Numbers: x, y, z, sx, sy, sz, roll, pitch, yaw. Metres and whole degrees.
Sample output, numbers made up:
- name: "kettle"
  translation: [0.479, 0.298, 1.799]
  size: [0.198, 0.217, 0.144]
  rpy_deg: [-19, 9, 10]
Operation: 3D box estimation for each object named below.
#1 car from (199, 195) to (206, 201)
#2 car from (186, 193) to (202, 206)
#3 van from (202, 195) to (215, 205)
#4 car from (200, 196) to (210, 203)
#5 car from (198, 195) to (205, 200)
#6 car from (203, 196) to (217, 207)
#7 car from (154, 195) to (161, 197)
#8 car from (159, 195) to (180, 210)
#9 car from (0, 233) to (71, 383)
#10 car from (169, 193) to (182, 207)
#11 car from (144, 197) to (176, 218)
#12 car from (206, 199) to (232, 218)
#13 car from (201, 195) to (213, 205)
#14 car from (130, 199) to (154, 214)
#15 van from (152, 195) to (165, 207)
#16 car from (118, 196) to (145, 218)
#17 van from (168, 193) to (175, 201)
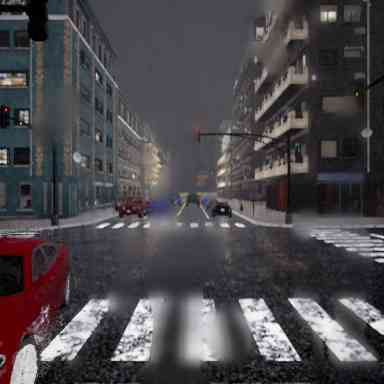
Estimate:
- name: "car"
  translation: [2.666, 1.494, 85.796]
  size: [1.887, 1.381, 4.507]
  rpy_deg: [0, 0, 0]
- name: "car"
  translation: [0.163, 1.198, 55.530]
  size: [2.150, 2.045, 5.566]
  rpy_deg: [0, 0, 0]
- name: "van"
  translation: [2.622, 1.323, 46.932]
  size: [1.690, 1.788, 3.998]
  rpy_deg: [0, 0, 0]
- name: "car"
  translation: [2.647, 1.517, 69.140]
  size: [2.008, 1.369, 4.403]
  rpy_deg: [0, 0, 0]
- name: "car"
  translation: [2.673, 1.488, 91.349]
  size: [1.887, 1.381, 4.507]
  rpy_deg: [0, 0, 0]
- name: "car"
  translation: [2.615, 1.568, 41.380]
  size: [1.802, 1.307, 4.206]
  rpy_deg: [0, 0, 0]
- name: "car"
  translation: [-5.259, 1.527, 46.941]
  size: [1.887, 1.381, 4.507]
  rpy_deg: [0, 0, 0]
- name: "car"
  translation: [-2.800, 1.491, 40.594]
  size: [1.837, 1.490, 4.892]
  rpy_deg: [0, 0, 0]
- name: "car"
  translation: [-3.005, 1.476, 4.878]
  size: [1.882, 1.535, 5.008]
  rpy_deg: [1, 0, -13]
- name: "car"
  translation: [-2.777, 1.202, 52.326]
  size: [2.150, 2.045, 5.566]
  rpy_deg: [0, 0, 0]
- name: "car"
  translation: [-2.817, 1.470, 30.224]
  size: [1.882, 1.535, 5.008]
  rpy_deg: [0, 0, 0]
- name: "car"
  translation: [2.601, 1.558, 30.276]
  size: [1.947, 1.339, 4.313]
  rpy_deg: [0, 0, 0]
- name: "car"
  translation: [2.634, 1.415, 58.036]
  size: [1.967, 1.590, 4.097]
  rpy_deg: [0, 0, 0]
- name: "car"
  translation: [-5.272, 1.534, 35.837]
  size: [1.887, 1.381, 4.507]
  rpy_deg: [0, 0, 0]
- name: "van"
  translation: [-5.252, 1.320, 52.493]
  size: [1.690, 1.788, 3.998]
  rpy_deg: [0, 0, 0]
- name: "car"
  translation: [-5.278, 1.307, 30.285]
  size: [2.192, 1.841, 5.009]
  rpy_deg: [0, 0, 0]
- name: "van"
  translation: [-5.213, 1.291, 85.805]
  size: [1.690, 1.788, 3.998]
  rpy_deg: [0, 0, 0]
